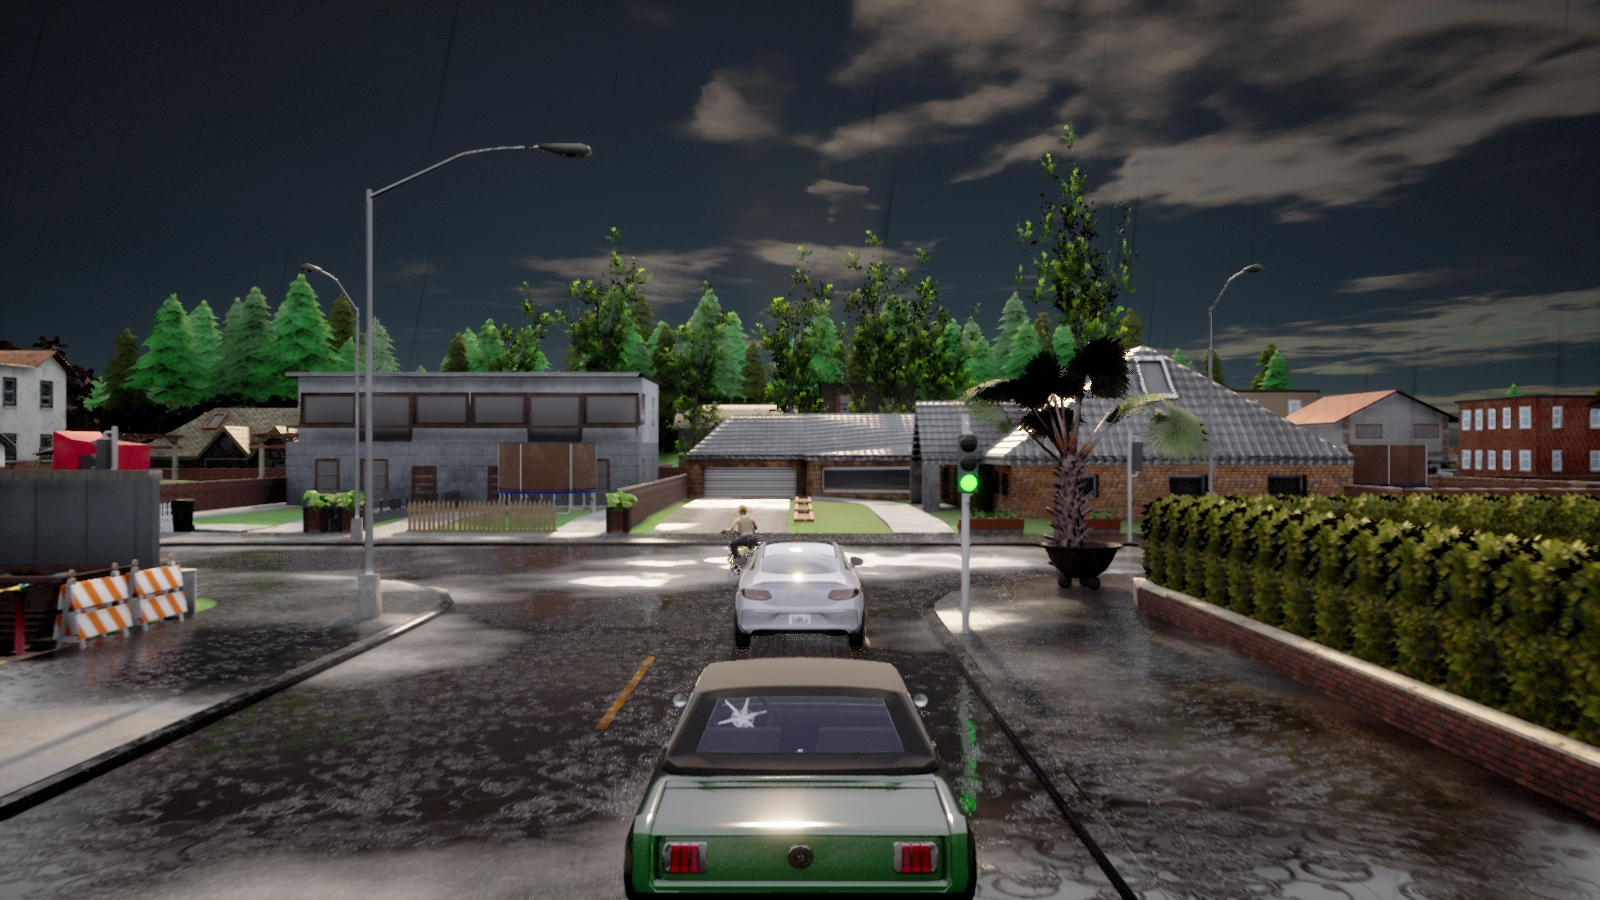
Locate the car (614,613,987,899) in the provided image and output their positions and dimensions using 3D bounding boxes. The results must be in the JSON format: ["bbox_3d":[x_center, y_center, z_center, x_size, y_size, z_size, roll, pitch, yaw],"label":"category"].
[{"bbox_3d":[0.003,2.155,8.158,1.895,1.301,4.718,0,0,0],"label":"car"}]

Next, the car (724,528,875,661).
[{"bbox_3d":[-0.008,2.081,17.484,2.002,1.442,4.674,0,0,0],"label":"car"}]
